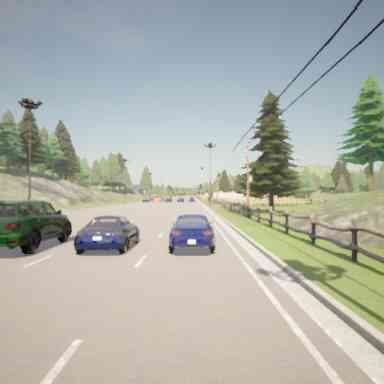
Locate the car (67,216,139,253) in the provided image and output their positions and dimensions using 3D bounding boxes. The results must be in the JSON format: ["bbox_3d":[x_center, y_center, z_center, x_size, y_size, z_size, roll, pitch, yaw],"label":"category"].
[{"bbox_3d":[-3.496,1.699,14.279,1.994,1.385,4.181,0,0,0],"label":"car"}]

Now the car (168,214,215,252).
[{"bbox_3d":[0.004,1.661,14.388,1.812,1.442,4.674,0,0,0],"label":"car"}]

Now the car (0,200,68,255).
[{"bbox_3d":[-6.999,1.349,14.024,2.150,2.045,5.566,0,0,0],"label":"car"}]
